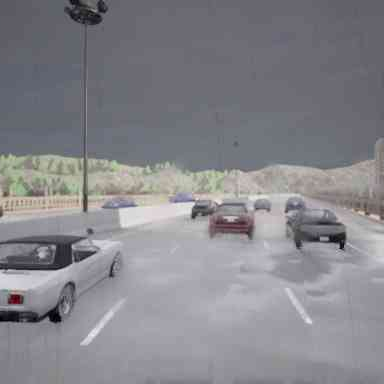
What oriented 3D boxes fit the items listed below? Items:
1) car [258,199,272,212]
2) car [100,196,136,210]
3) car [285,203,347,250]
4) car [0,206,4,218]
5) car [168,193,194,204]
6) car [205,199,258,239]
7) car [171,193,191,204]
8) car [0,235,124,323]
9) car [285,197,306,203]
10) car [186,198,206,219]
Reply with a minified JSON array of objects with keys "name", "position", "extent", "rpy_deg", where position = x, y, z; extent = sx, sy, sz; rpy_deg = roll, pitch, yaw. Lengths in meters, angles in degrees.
[{"name":"car","position":[8.009,1.490,37.664],"extent":[2.033,1.411,5.357],"rpy_deg":[0,0,17]},{"name":"car","position":[-7.702,1.255,34.885],"extent":[2.097,1.767,4.553],"rpy_deg":[0,0,17]},{"name":"car","position":[5.141,1.457,14.257],"extent":[2.128,1.511,4.902],"rpy_deg":[0,0,10]},{"name":"car","position":[-14.858,1.388,22.066],"extent":[2.128,1.511,4.902],"rpy_deg":[0,0,13]},{"name":"car","position":[-1.248,1.141,43.805],"extent":[2.150,2.045,5.566],"rpy_deg":[0,0,18]},{"name":"car","position":[2.201,1.302,17.230],"extent":[2.097,1.767,4.553],"rpy_deg":[0,0,12]},{"name":"car","position":[-2.066,1.248,64.599],"extent":[2.150,2.045,5.566],"rpy_deg":[0,0,17]},{"name":"car","position":[-2.942,1.565,7.128],"extent":[1.895,1.301,4.718],"rpy_deg":[0,0,5]},{"name":"car","position":[11.240,1.304,36.231],"extent":[2.097,1.767,4.553],"rpy_deg":[0,0,17]},{"name":"car","position":[1.285,1.436,27.526],"extent":[1.837,1.490,4.892],"rpy_deg":[0,0,16]}]
